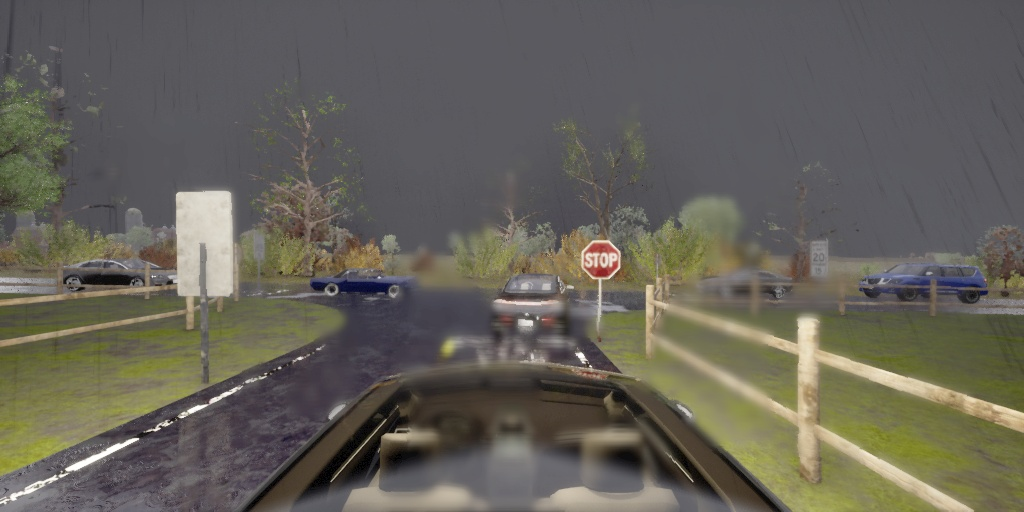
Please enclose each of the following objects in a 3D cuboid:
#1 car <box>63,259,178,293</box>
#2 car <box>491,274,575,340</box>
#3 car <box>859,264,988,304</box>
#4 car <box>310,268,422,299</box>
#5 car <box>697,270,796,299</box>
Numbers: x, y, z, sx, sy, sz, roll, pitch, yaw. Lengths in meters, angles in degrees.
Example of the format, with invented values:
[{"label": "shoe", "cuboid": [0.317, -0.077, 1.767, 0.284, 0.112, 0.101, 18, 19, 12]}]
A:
[{"label": "car", "cuboid": [-18.490, 0.885, 17.154, 4.902, 1.511, 2.128, 1, 1, 0]}, {"label": "car", "cuboid": [0.706, 1.240, 10.107, 2.128, 1.511, 4.902, 0, 0, 9]}, {"label": "car", "cuboid": [22.899, 1.466, 20.054, 5.566, 2.045, 2.150, 1, 1, 0]}, {"label": "car", "cuboid": [-6.822, 1.248, 17.138, 4.718, 1.301, 1.895, 1, 1, 0]}, {"label": "car", "cuboid": [13.003, 1.525, 20.065, 4.902, 1.511, 2.128, 1, 1, 0]}]
